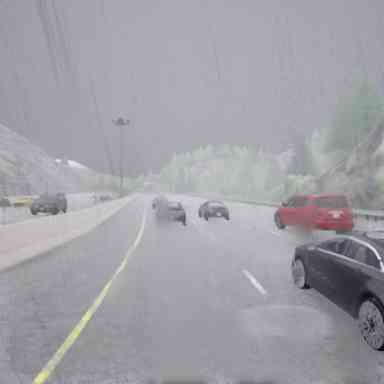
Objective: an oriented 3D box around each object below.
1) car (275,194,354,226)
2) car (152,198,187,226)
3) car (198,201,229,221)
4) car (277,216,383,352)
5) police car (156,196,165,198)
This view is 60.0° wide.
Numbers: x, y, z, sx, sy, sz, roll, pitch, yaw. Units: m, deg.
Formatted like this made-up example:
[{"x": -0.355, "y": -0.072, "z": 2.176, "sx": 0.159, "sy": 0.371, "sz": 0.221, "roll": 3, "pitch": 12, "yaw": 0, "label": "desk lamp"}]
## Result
[{"x": 6.157, "y": 1.129, "z": 17.393, "sx": 2.150, "sy": 2.045, "sz": 5.566, "roll": 0, "pitch": 0, "yaw": -5, "label": "car"}, {"x": -1.472, "y": 1.391, "z": 22.531, "sx": 2.128, "sy": 1.511, "sz": 4.902, "roll": 0, "pitch": 0, "yaw": -7, "label": "car"}, {"x": 1.644, "y": 1.403, "z": 25.911, "sx": 1.812, "sy": 1.442, "sz": 4.674, "roll": 0, "pitch": 0, "yaw": -7, "label": "car"}, {"x": 3.379, "y": 1.456, "z": 6.104, "sx": 2.128, "sy": 1.511, "sz": 4.902, "roll": 0, "pitch": 0, "yaw": -2, "label": "car"}, {"x": -3.938, "y": 1.322, "z": 41.729, "sx": 2.038, "sy": 1.542, "sz": 4.974, "roll": 0, "pitch": 0, "yaw": -8, "label": "police car"}]
